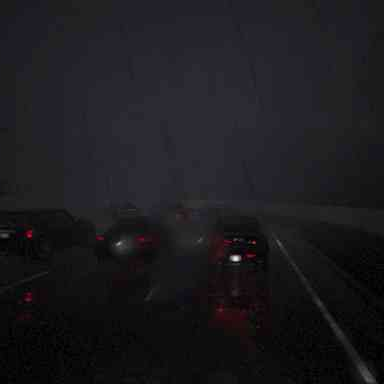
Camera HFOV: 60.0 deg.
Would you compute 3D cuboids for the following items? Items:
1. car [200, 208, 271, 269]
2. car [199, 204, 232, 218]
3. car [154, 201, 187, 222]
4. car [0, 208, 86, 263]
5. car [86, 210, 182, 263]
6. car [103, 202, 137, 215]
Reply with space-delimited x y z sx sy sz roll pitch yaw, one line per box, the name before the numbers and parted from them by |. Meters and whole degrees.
car | 1.572 1.510 11.292 1.837 1.490 4.892 0 0 10
car | 2.015 1.610 25.779 1.895 1.301 4.718 0 0 -15
car | -1.787 1.515 26.178 1.837 1.490 4.892 1 0 -19
car | -5.360 1.355 12.275 2.097 1.767 4.553 0 0 10
car | -1.845 1.569 12.076 1.994 1.385 4.181 0 0 10
car | -5.588 1.500 25.860 2.128 1.511 4.902 0 0 -25
